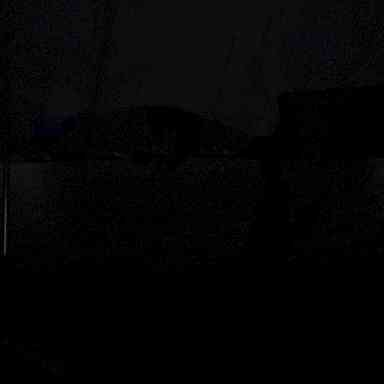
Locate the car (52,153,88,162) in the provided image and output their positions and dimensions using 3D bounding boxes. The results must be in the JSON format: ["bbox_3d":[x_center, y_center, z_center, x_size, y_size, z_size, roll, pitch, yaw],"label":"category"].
[{"bbox_3d":[-13.151,-3.679,37.882,4.792,1.488,2.163,1,1,29],"label":"car"}]

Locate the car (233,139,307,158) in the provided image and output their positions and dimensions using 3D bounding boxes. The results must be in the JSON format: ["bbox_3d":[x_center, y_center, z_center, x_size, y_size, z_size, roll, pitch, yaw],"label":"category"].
[{"bbox_3d":[6.720,-3.391,28.026,5.566,2.045,2.435,2,1,25],"label":"car"}]

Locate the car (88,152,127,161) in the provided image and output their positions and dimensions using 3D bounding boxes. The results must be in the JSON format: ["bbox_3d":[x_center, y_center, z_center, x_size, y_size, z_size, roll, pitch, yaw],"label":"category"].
[{"bbox_3d":[-8.289,-3.542,35.272,4.674,1.452,2.002,1,1,28],"label":"car"}]

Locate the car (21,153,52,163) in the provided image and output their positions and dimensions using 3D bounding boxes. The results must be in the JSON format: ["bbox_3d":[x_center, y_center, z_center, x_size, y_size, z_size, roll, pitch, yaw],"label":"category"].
[{"bbox_3d":[-18.142,-3.964,40.683,4.553,1.767,2.185,2,1,31],"label":"car"}]

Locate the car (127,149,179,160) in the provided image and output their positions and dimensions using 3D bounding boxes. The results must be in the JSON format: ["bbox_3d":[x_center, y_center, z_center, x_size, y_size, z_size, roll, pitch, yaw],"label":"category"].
[{"bbox_3d":[-3.459,-3.456,32.812,4.892,1.521,2.231,1,1,27],"label":"car"}]

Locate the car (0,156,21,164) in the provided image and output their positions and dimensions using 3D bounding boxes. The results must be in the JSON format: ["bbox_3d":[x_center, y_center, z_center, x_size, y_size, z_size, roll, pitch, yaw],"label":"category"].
[{"bbox_3d":[-22.895,-3.965,43.502,5.008,1.535,2.097,2,1,32],"label":"car"}]

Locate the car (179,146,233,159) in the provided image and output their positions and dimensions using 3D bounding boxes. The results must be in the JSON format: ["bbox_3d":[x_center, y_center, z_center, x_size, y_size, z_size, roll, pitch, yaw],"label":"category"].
[{"bbox_3d":[1.621,-3.434,30.367,4.553,1.767,2.185,2,1,26],"label":"car"}]
